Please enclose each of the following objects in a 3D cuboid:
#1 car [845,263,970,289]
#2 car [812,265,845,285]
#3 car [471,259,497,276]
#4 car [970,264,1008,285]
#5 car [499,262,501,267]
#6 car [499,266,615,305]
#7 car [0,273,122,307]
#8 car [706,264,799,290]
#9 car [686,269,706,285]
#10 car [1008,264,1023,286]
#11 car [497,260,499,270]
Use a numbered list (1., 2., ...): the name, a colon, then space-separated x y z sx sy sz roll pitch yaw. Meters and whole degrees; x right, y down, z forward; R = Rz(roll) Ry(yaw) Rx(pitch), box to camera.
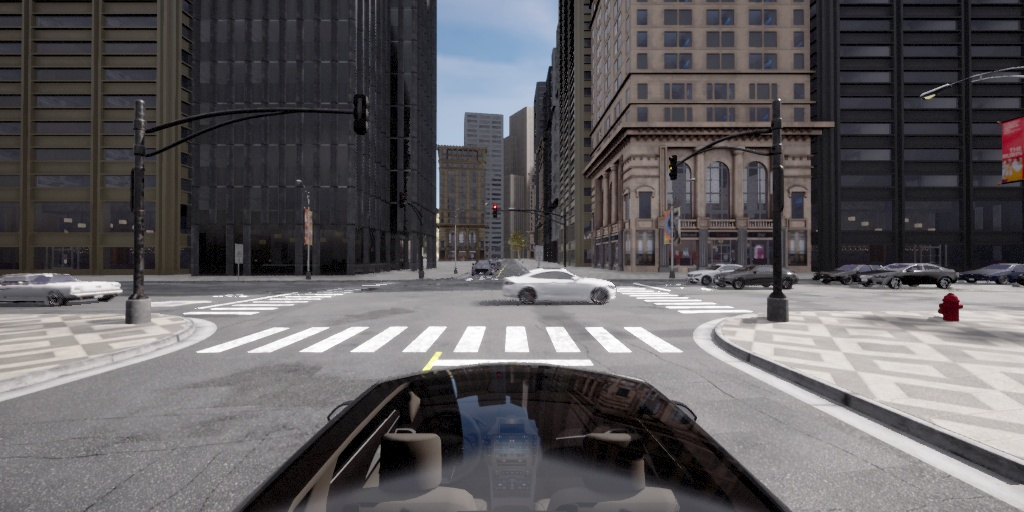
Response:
1. car: 23.812 1.183 21.730 4.902 1.511 2.128 0 0 0
2. car: 24.219 1.262 24.982 5.357 1.411 2.033 0 0 0
3. car: -3.048 1.146 37.627 2.097 1.767 4.553 0 0 0
4. car: 34.647 1.238 24.990 5.357 1.411 2.033 0 0 -1
5. car: -3.054 1.401 55.430 1.994 1.385 4.181 0 0 0
6. car: 1.912 1.227 15.011 4.674 1.442 1.812 0 0 0
7. car: -19.492 1.378 14.993 4.718 1.301 1.895 0 0 0
8. car: 14.702 1.240 21.716 4.674 1.442 1.812 0 0 -1
9. car: 14.637 1.265 24.977 4.674 1.442 1.812 0 0 0
10. car: 33.684 1.232 21.732 4.181 1.385 1.994 0 0 0
11. car: -3.058 1.378 46.399 1.994 1.385 4.181 0 0 0
